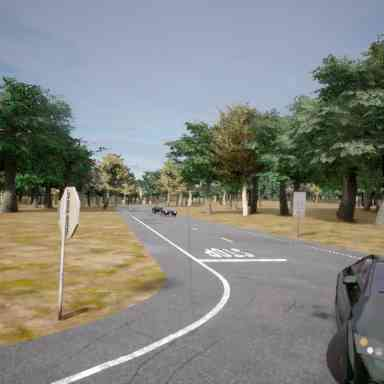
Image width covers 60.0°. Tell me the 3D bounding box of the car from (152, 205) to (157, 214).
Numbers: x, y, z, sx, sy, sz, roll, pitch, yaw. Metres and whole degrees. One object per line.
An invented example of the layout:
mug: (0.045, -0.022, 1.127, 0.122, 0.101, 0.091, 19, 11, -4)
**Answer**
car: (-5.728, 2.962, 56.896, 1.882, 1.535, 5.008, 3, -2, -14)

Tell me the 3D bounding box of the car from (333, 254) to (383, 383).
car: (3.124, 1.643, 4.647, 1.994, 1.385, 4.181, 1, -1, 22)

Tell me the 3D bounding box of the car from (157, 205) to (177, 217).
car: (-3.470, 2.851, 48.049, 1.895, 1.301, 4.718, 3, -2, -13)
